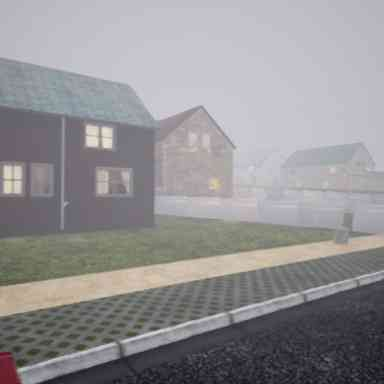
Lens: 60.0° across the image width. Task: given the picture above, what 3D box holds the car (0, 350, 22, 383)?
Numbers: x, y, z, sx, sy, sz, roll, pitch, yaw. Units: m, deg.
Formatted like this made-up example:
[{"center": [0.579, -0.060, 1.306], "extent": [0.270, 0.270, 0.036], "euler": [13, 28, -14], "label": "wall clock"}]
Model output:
[{"center": [-2.984, 1.599, 0.921], "extent": [4.718, 1.301, 1.895], "euler": [0, 0, -35], "label": "car"}]

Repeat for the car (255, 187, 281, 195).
[{"center": [9.315, 0.233, 40.675], "extent": [1.882, 1.535, 5.008], "euler": [1, 2, -33], "label": "car"}]
